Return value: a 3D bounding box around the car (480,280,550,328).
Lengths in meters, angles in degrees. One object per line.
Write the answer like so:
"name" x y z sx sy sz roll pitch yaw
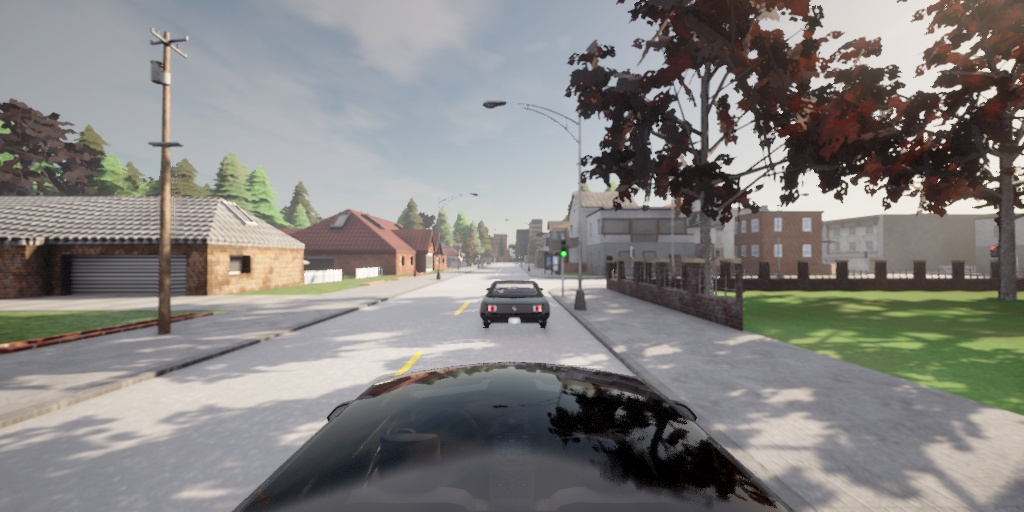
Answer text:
"car" 0.086 1.430 11.675 1.895 1.301 4.718 0 0 0
